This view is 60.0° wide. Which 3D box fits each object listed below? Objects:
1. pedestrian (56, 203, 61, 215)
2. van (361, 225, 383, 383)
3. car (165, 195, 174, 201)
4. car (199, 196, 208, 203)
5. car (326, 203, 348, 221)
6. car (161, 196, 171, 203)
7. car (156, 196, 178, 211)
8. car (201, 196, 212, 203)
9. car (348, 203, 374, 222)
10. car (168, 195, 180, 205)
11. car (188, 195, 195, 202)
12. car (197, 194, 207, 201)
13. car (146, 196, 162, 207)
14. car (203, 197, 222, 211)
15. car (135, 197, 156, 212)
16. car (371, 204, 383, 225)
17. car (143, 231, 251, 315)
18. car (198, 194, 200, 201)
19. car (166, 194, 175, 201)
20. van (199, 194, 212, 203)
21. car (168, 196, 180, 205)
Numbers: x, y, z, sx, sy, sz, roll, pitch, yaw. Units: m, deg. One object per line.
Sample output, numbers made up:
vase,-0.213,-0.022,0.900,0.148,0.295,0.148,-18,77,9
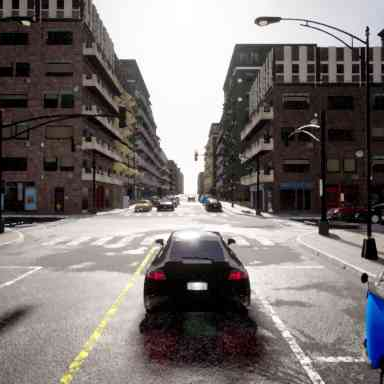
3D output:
pedestrian,-12.592,1.598,31.395,0.500,1.100,0.500,0,-1,1
van,2.670,1.342,2.039,1.690,1.788,3.998,1,0,0
car,-5.821,1.590,85.112,2.008,1.369,4.403,1,0,0
car,2.578,1.614,73.841,1.802,1.307,4.206,1,0,0
car,13.594,1.609,28.189,4.097,1.590,1.967,0,-1,1
car,-5.801,1.577,73.827,1.887,1.381,4.507,1,0,0
car,-3.168,1.579,40.966,1.994,1.385,4.181,0,0,0
car,2.626,1.568,45.628,2.008,1.369,4.403,1,0,0
car,15.066,1.635,25.581,4.892,1.490,1.837,0,-1,0
car,-3.180,1.497,49.683,1.882,1.535,5.008,0,0,0
car,-0.136,1.562,80.516,2.128,1.511,4.902,0,0,0
car,2.563,1.354,85.126,2.192,1.841,5.009,1,0,0
car,-5.762,1.460,51.257,1.967,1.590,4.097,1,0,0
car,2.635,1.581,39.986,1.947,1.339,4.313,1,0,0
car,-5.743,1.541,39.801,1.752,1.417,4.829,1,0,0
car,13.505,1.583,19.808,4.313,1.339,1.947,0,-1,1
car,0.088,1.566,7.642,1.994,1.385,4.181,0,0,0
car,2.588,1.555,68.369,1.752,1.417,4.829,1,0,0
car,-5.828,1.483,90.756,1.967,1.590,4.097,1,0,0
van,2.611,1.364,56.913,1.690,1.788,3.998,1,0,0
car,-3.170,1.502,60.059,1.882,1.535,5.008,0,0,0
